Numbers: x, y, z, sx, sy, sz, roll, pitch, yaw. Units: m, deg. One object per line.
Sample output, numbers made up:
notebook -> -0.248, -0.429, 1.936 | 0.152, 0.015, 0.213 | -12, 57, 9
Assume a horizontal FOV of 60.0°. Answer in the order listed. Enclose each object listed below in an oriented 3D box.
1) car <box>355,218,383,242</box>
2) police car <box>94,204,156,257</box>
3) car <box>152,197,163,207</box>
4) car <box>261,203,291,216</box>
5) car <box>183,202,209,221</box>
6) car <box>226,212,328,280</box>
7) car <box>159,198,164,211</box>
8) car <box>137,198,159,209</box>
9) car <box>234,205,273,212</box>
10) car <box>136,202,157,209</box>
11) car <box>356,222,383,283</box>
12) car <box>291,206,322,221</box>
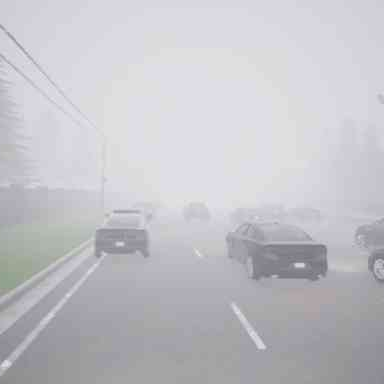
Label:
car -> 9.032, 1.708, 14.180 | 2.097, 1.767, 4.553 | 1, -1, -6
police car -> -2.597, 1.510, 13.401 | 1.930, 1.638, 5.238 | 1, -1, -6
car -> -6.569, 1.874, 63.256 | 2.097, 1.767, 4.553 | 1, -1, -6
car -> 7.277, 1.852, 31.571 | 2.097, 1.767, 4.553 | 1, -1, -6
car -> 0.314, 1.687, 30.871 | 2.097, 1.767, 4.553 | 1, -1, -6
car -> 2.365, 1.644, 10.515 | 1.882, 1.535, 5.008 | 1, -1, -6
car -> -5.124, 1.929, 48.897 | 1.812, 1.442, 4.674 | 1, -1, -6
car -> -4.188, 1.567, 29.182 | 2.097, 1.767, 4.553 | 1, -1, -6
car -> 4.303, 1.923, 26.144 | 2.033, 1.411, 5.357 | 1, -1, -6
car -> -3.592, 1.692, 23.240 | 1.812, 1.442, 4.674 | 1, -1, -6
car -> 6.169, 1.728, 7.678 | 1.837, 1.490, 4.892 | 1, 0, -6
car -> 10.728, 2.076, 32.190 | 2.128, 1.511, 4.902 | 1, -1, -6
